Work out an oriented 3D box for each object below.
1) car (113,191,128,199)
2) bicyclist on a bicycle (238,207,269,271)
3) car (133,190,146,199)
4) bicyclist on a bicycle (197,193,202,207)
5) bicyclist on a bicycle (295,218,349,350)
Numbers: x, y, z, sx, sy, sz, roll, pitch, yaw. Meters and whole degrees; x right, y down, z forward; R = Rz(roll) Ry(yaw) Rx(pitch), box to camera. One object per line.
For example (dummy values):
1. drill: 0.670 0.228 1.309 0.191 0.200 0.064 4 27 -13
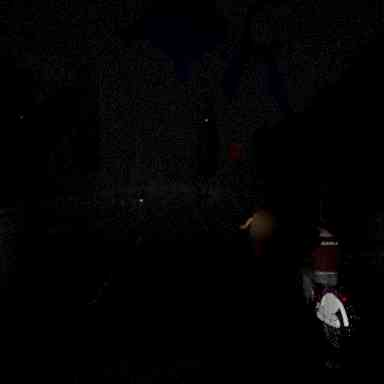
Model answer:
1. car: -12.026 0.492 55.877 1.895 1.301 4.718 0 2 -2
2. bicyclist on a bicycle: 1.717 1.203 8.990 0.866 1.612 1.509 -1 1 -2
3. car: -8.780 0.379 56.031 2.128 1.511 4.902 0 2 -2
4. bicyclist on a bicycle: 0.792 0.909 35.249 0.582 1.620 1.656 0 1 -2
5. bicyclist on a bicycle: 1.960 1.252 5.183 0.659 1.776 1.843 -1 6 -2
